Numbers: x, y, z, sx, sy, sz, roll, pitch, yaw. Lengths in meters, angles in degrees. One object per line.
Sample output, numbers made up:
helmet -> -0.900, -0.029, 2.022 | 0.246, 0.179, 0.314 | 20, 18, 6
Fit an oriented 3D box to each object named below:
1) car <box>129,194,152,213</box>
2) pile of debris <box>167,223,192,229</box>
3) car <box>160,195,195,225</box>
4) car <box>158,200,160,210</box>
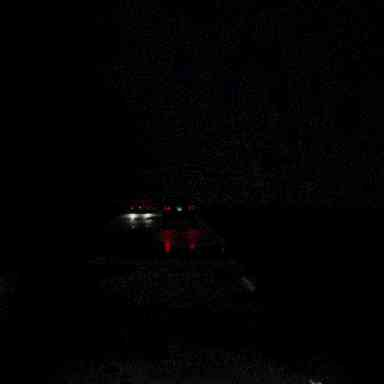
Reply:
car -> -5.732, 1.232, 37.177 | 2.150, 2.045, 5.566 | 0, 0, -8
pile of debris -> -0.816, 2.168, 21.196 | 1.500, 0.140, 1.860 | 0, 0, -4
car -> -1.022, 1.213, 24.130 | 2.150, 2.045, 5.566 | 0, 0, -5
car -> -3.359, 1.491, 42.700 | 1.882, 1.535, 5.008 | 0, 0, -9
